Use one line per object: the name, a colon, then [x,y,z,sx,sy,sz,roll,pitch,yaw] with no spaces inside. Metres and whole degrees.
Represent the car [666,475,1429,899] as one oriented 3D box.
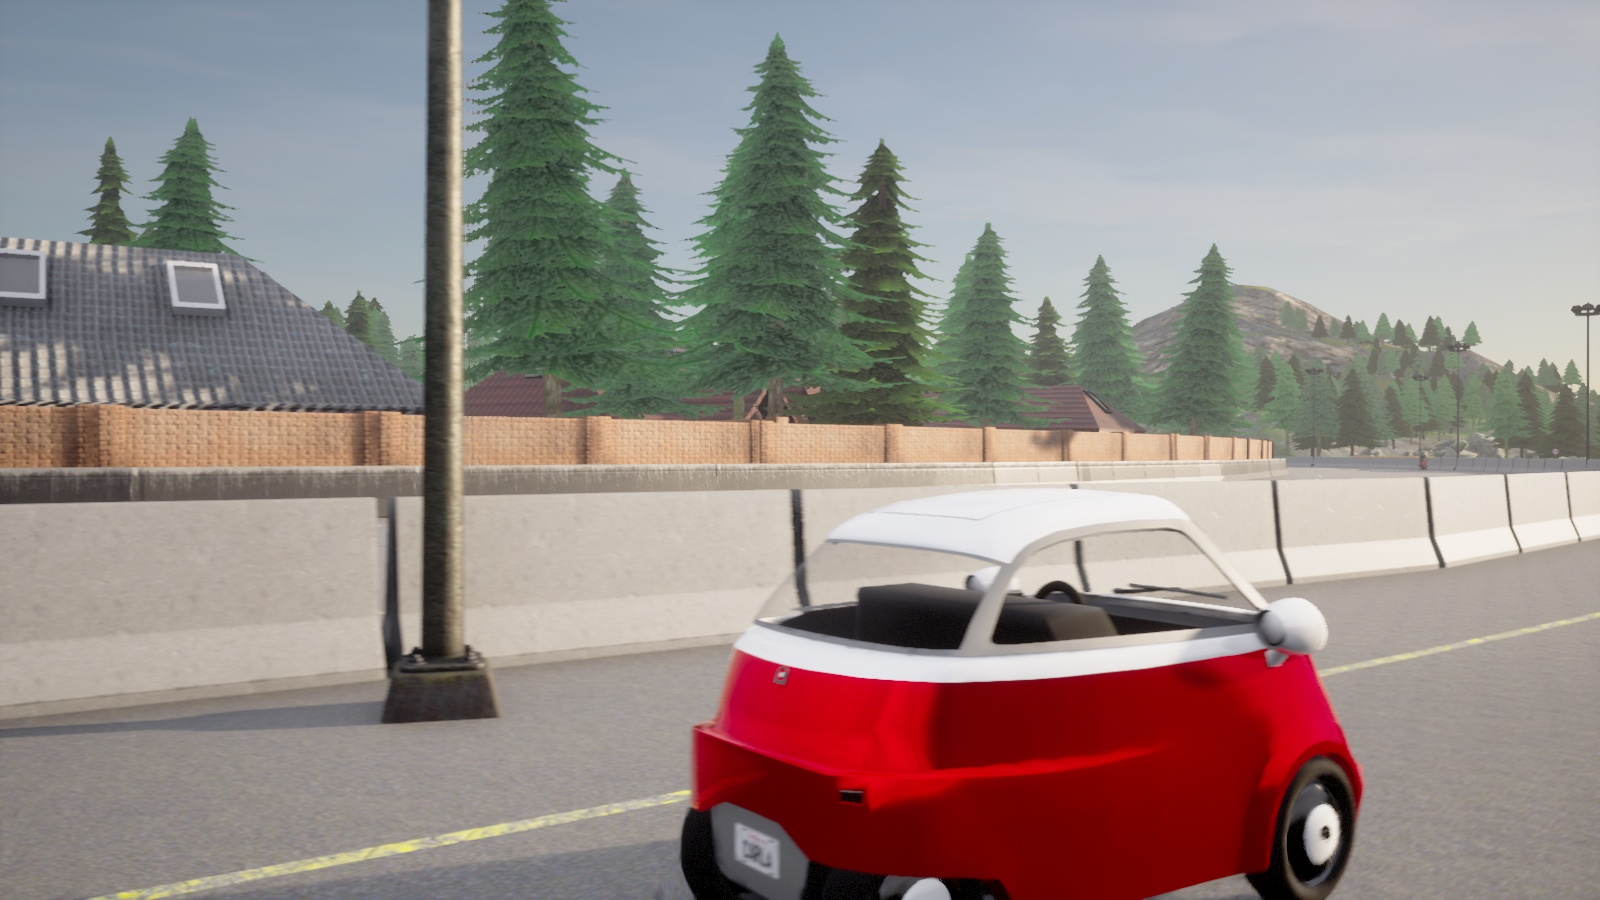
car: [0.875,0.809,4.336,2.207,1.376,1.481,0,0,-37]
